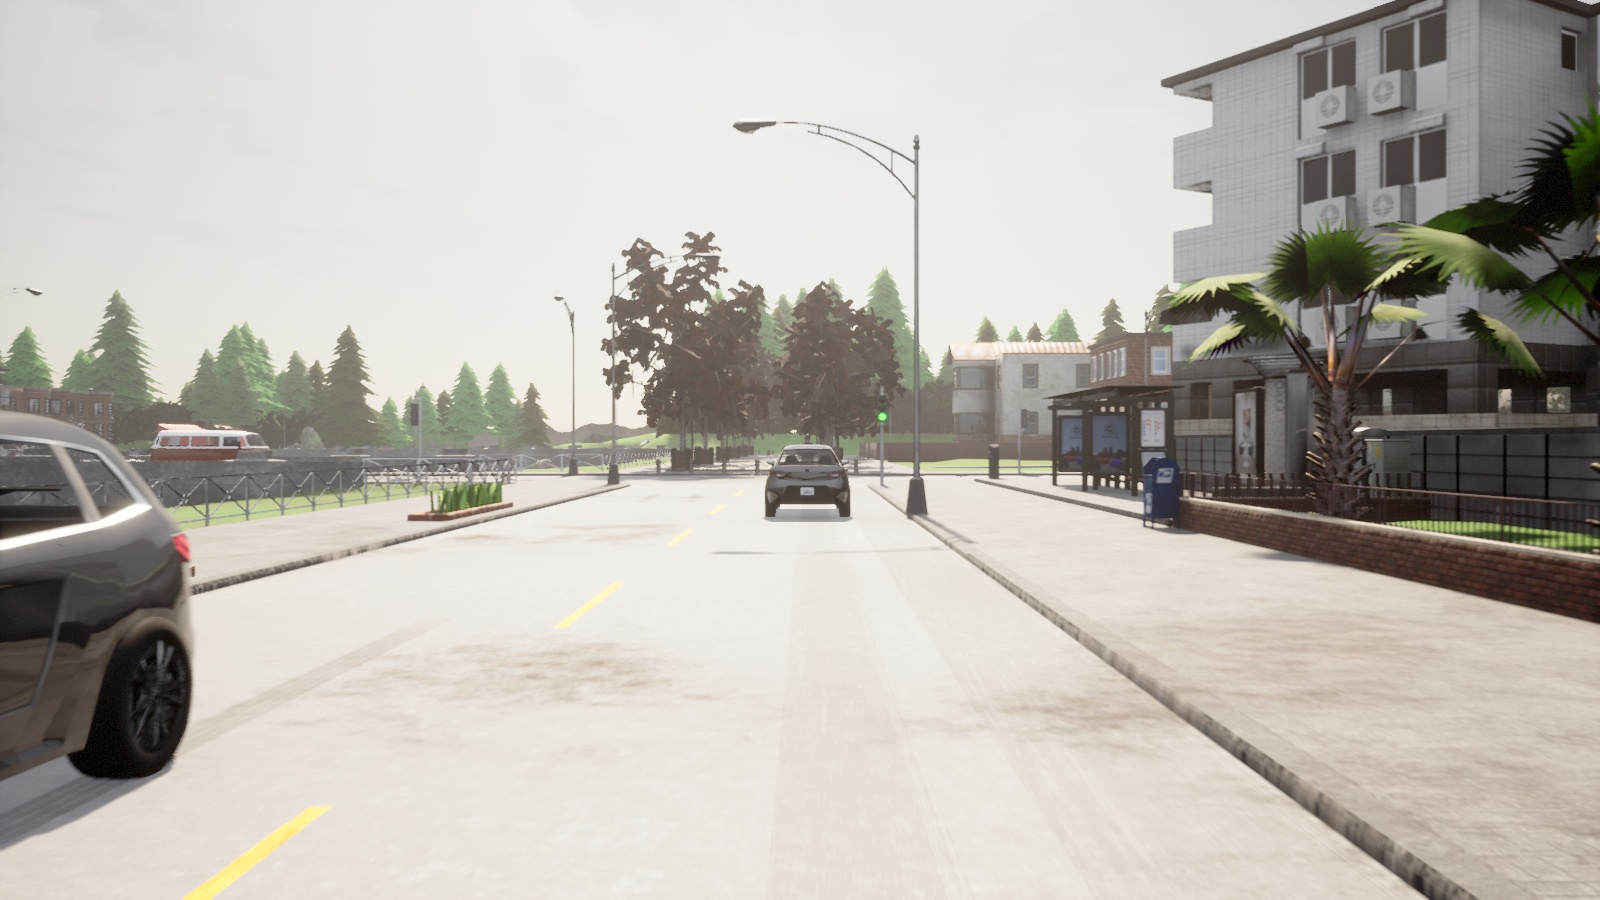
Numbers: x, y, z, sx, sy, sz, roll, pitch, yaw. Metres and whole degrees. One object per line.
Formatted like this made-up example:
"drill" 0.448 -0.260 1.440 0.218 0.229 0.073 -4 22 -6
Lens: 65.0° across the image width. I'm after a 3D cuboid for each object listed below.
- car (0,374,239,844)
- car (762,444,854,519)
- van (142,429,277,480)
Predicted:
"car" -3.962 0.565 4.030 2.242 1.667 4.611 0 0 0
"car" 0.167 0.609 26.900 1.816 1.474 4.193 0 0 0
"van" -23.879 0.164 50.889 4.480 2.038 2.069 0 0 0
